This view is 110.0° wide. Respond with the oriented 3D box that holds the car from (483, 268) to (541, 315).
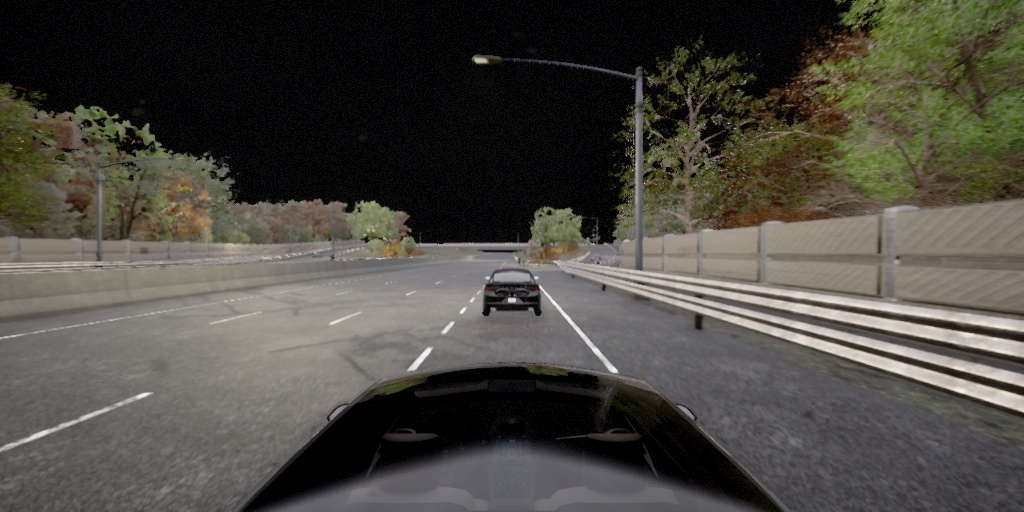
[{"bbox_3d":[0.003,1.181,13.357,1.882,1.535,5.008,0,0,0],"label":"car"}]
